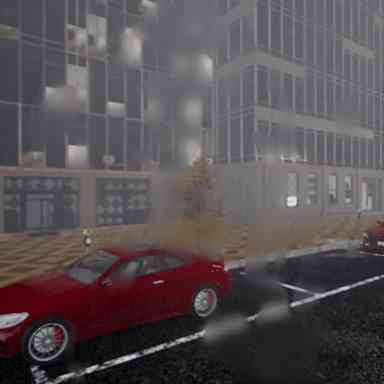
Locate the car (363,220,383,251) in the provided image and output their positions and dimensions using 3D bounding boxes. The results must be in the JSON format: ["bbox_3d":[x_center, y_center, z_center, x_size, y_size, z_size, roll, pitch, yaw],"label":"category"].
[{"bbox_3d":[8.100,1.449,12.331,4.507,1.381,1.887,0,0,-35],"label":"car"}]

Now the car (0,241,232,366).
[{"bbox_3d":[-1.170,1.566,5.722,4.206,1.307,1.802,0,0,-35],"label":"car"}]
